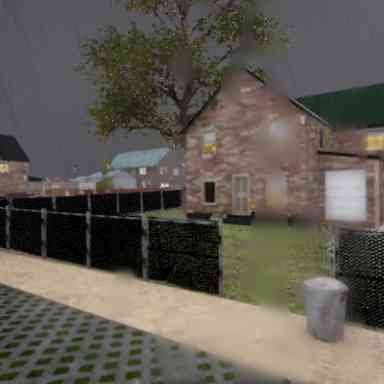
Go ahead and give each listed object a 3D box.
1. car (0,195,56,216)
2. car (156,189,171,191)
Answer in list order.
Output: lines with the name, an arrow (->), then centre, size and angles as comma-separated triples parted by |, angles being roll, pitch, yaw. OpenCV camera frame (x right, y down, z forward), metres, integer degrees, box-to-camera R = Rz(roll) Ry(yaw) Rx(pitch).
car -> -11.057, 0.920, 23.328 | 2.128, 1.511, 4.902 | 0, 2, 37
car -> -3.330, 0.385, 38.787 | 2.033, 1.411, 5.357 | 0, 2, 36
